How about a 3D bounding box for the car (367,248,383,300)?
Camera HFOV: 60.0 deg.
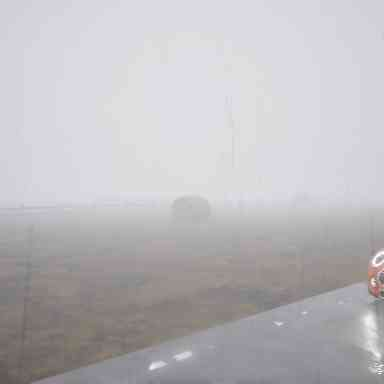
[{"bbox_3d":[5.773,1.345,7.153,4.553,1.767,2.097,0,0,-35],"label":"car"}]
